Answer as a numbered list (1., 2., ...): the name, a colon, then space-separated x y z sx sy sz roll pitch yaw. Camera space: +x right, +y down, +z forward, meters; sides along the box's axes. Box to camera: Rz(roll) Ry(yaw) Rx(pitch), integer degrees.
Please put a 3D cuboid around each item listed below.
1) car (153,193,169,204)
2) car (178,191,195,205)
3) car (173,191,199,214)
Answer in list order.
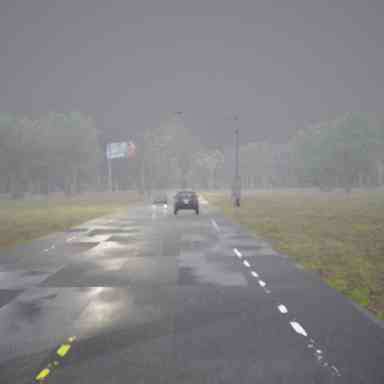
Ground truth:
1. car: -4.307 0.960 46.595 1.837 1.490 4.892 -1 1 -1
2. car: -0.742 0.725 45.957 2.097 1.767 4.553 -1 1 -1
3. car: -0.510 0.871 30.200 2.150 2.045 5.566 -1 1 -1
